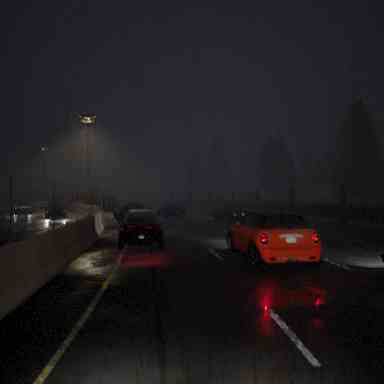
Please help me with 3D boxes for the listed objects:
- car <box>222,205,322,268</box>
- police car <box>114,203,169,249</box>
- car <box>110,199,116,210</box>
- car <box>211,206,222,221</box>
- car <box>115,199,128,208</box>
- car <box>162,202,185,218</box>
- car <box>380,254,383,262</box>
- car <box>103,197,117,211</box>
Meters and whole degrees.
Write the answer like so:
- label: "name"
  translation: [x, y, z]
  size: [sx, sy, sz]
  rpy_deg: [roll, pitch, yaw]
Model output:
- label: "car"
  translation: [2.662, 1.443, 11.815]
  size: [2.097, 1.767, 4.553]
  rpy_deg: [0, 0, -6]
- label: "police car"
  translation: [-2.374, 1.565, 15.516]
  size: [1.930, 1.638, 5.238]
  rpy_deg: [0, 0, -9]
- label: "car"
  translation: [-6.260, 1.741, 31.216]
  size: [1.801, 1.575, 5.366]
  rpy_deg: [0, -1, -18]
- label: "car"
  translation: [3.225, 1.768, 27.563]
  size: [2.033, 1.411, 5.357]
  rpy_deg: [0, -1, -15]
- label: "car"
  translation: [-4.463, 1.580, 25.220]
  size: [2.097, 1.767, 4.553]
  rpy_deg: [0, 0, -15]
- label: "car"
  translation: [-2.121, 1.763, 32.966]
  size: [1.882, 1.535, 5.008]
  rpy_deg: [0, -1, -18]
- label: "car"
  translation: [6.688, 1.587, 7.444]
  size: [2.033, 1.411, 5.357]
  rpy_deg: [0, 0, -4]
- label: "car"
  translation: [-12.271, 1.670, 47.937]
  size: [2.150, 2.045, 5.566]
  rpy_deg: [0, 0, -29]
